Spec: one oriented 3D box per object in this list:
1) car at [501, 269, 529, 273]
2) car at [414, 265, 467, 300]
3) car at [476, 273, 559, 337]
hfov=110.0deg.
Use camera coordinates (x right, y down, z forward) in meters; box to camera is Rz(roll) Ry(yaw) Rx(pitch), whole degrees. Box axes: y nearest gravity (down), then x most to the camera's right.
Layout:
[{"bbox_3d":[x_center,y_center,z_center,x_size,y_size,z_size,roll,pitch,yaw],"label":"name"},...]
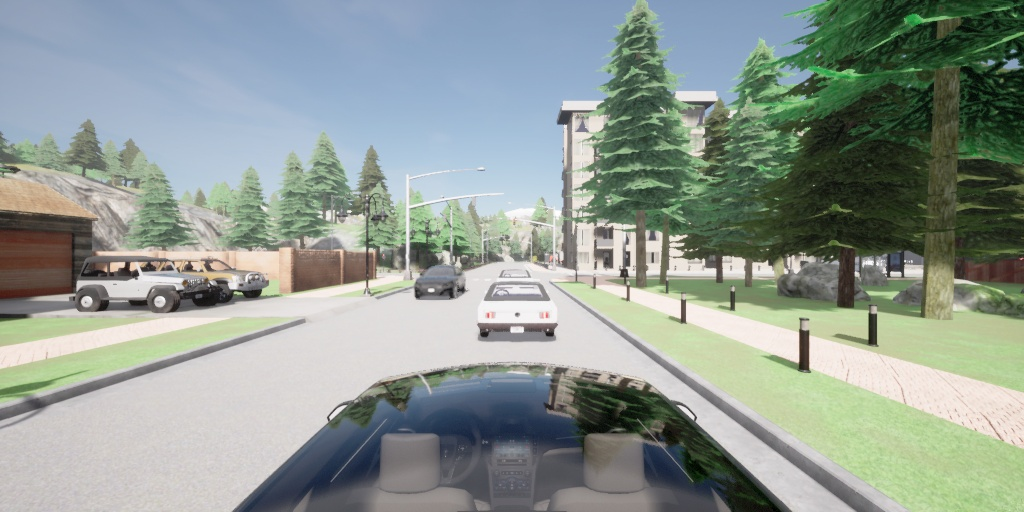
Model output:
[{"bbox_3d":[0.162,1.351,19.404,1.895,1.301,4.718,0,0,0],"label":"car"},{"bbox_3d":[-3.483,1.227,18.102,1.882,1.535,5.008,0,0,1],"label":"car"},{"bbox_3d":[0.132,1.351,10.236,1.895,1.301,4.718,0,0,0],"label":"car"}]
